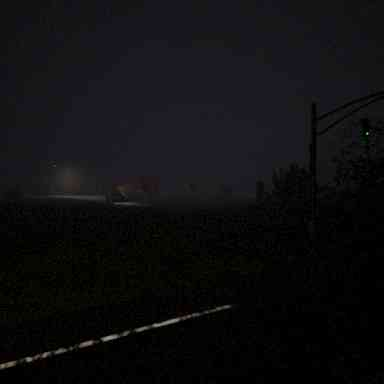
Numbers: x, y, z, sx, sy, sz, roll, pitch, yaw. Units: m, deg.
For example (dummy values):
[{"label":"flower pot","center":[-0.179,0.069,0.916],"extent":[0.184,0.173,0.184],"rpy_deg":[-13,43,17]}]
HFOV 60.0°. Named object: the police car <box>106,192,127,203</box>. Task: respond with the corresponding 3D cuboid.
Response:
[{"label":"police car","center":[-11.358,0.793,50.110],"extent":[2.038,1.542,4.974],"rpy_deg":[1,0,-32]}]
